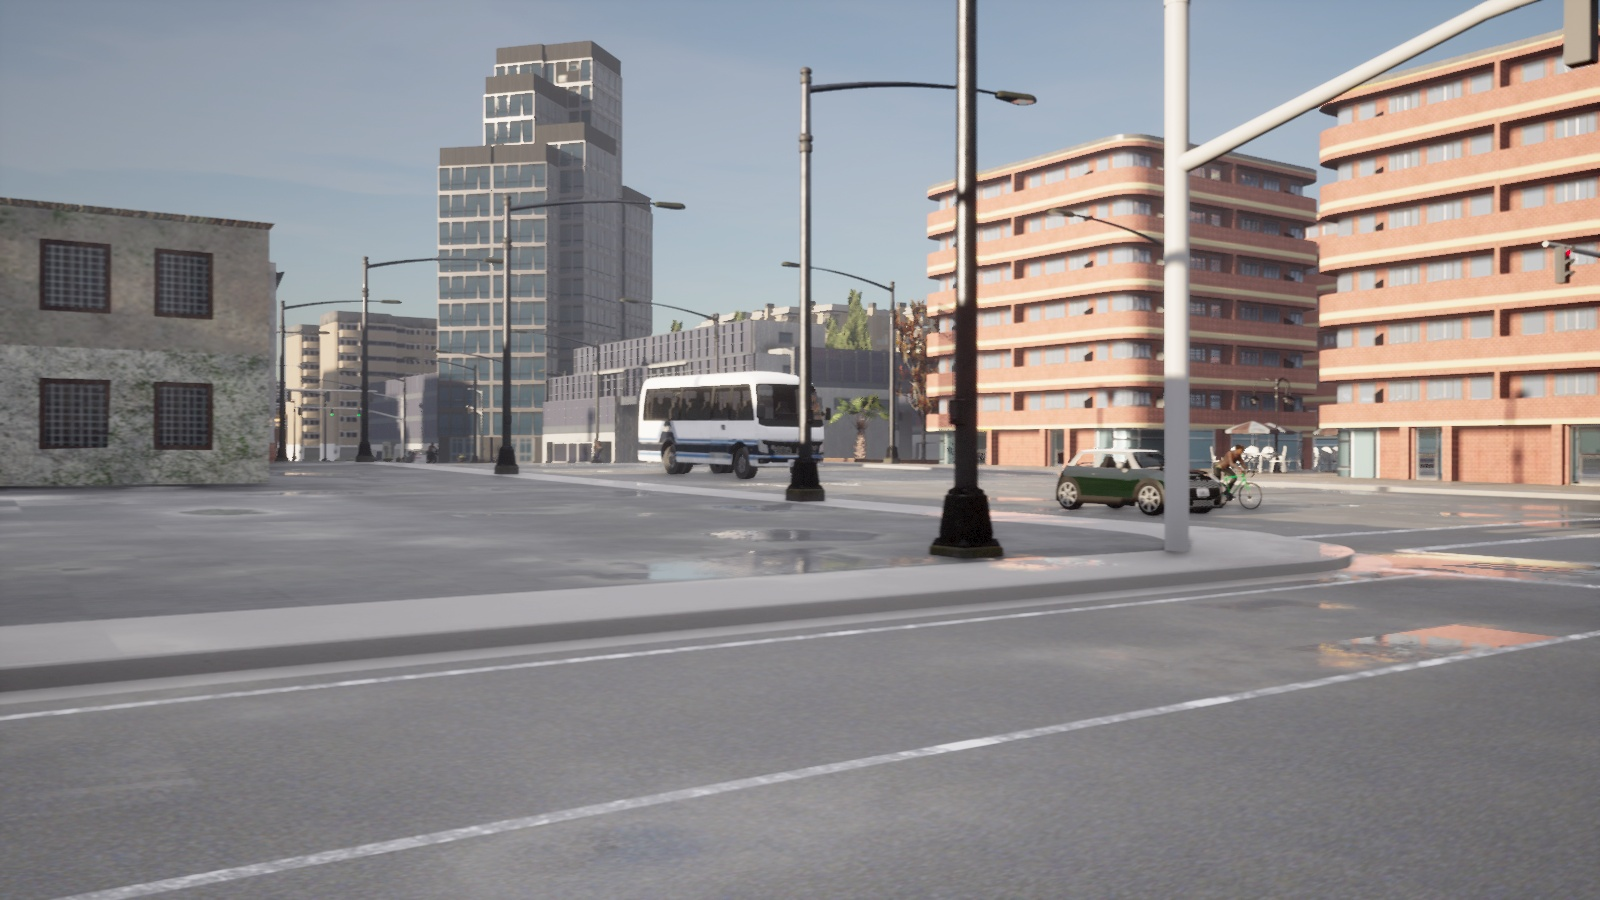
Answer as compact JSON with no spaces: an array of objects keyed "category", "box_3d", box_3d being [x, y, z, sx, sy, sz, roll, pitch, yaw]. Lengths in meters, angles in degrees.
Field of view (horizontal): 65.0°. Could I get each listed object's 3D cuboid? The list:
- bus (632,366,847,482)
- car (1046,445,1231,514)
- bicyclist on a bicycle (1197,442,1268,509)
[{"category":"bus","box_3d":[-2.766,-1.026,51.620,3.944,4.253,10.273,0,1,-35]},{"category":"car","box_3d":[7.832,0.636,29.326,1.970,1.475,3.806,0,1,-33]},{"category":"bicyclist on a bicycle","box_3d":[10.752,0.618,31.256,0.582,1.620,1.656,0,1,-34]}]
